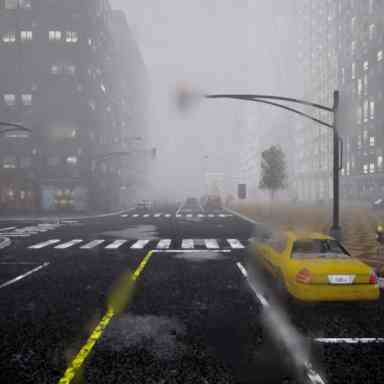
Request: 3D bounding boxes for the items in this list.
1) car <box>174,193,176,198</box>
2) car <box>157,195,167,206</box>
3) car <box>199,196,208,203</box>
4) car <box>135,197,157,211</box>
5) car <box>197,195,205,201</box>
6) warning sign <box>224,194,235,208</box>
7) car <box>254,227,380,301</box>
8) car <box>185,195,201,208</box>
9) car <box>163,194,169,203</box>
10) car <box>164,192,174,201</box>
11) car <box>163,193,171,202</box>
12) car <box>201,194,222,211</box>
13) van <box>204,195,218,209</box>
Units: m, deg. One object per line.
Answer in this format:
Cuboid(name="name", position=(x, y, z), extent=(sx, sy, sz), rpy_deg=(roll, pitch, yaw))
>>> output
Cuboid(name="car", position=(-5.957, 1.625, 90.048), extent=(1.752, 1.417, 4.829), rpy_deg=(0, 0, 0))
Cuboid(name="car", position=(-5.860, 1.589, 57.057), extent=(2.008, 1.369, 4.403), rpy_deg=(0, 0, 0))
Cuboid(name="car", position=(2.471, 1.612, 73.662), extent=(1.887, 1.381, 4.507), rpy_deg=(0, 0, 0))
Cuboid(name="car", position=(-5.811, 1.568, 40.478), extent=(2.008, 1.369, 4.403), rpy_deg=(0, 0, 0))
Cuboid(name="car", position=(2.422, 1.625, 90.412), extent=(1.752, 1.417, 4.829), rpy_deg=(0, 0, 0))
Cuboid(name="warning sign", position=(4.945, 1.136, 43.767), extent=(1.300, 1.860, 1.060), rpy_deg=(0, 0, 0))
Cuboid(name="car", position=(2.664, 1.526, 8.260), extent=(1.752, 1.417, 4.829), rpy_deg=(0, 0, 0))
Cuboid(name="car", position=(-0.044, 1.532, 49.751), extent=(1.837, 1.490, 4.892), rpy_deg=(0, 0, 0))
Cuboid(name="car", position=(-5.877, 1.592, 62.583), extent=(1.887, 1.381, 4.507), rpy_deg=(0, 0, 0))
Cuboid(name="car", position=(-5.926, 1.517, 79.164), extent=(1.967, 1.590, 4.097), rpy_deg=(0, 0, 0))
Cuboid(name="car", position=(-5.894, 1.497, 68.111), extent=(1.967, 1.590, 4.097), rpy_deg=(0, 0, 0))
Cuboid(name="car", position=(2.568, 1.332, 40.503), extent=(2.192, 1.841, 5.009), rpy_deg=(0, 0, 0))
Cuboid(name="van", position=(2.551, 1.364, 46.029), extent=(1.690, 1.788, 3.998), rpy_deg=(0, 0, 0))
